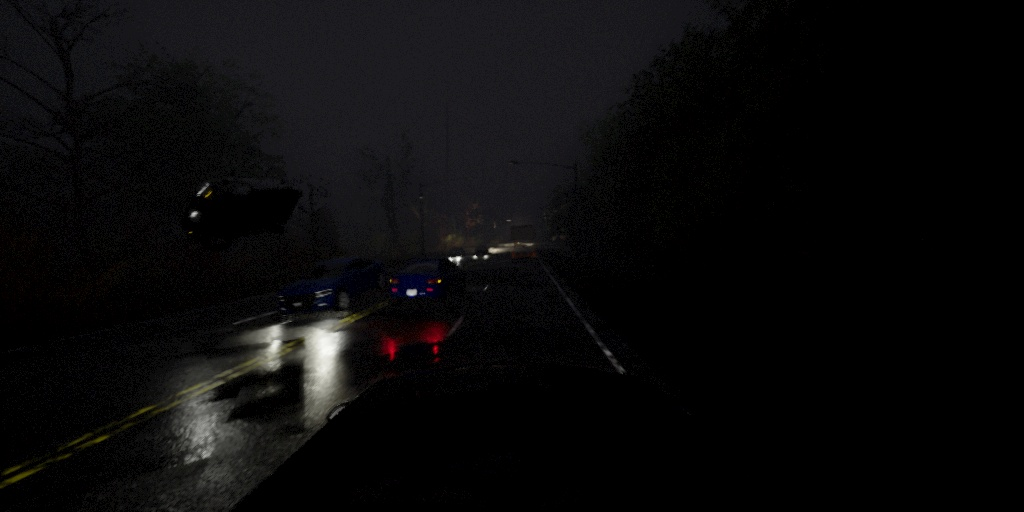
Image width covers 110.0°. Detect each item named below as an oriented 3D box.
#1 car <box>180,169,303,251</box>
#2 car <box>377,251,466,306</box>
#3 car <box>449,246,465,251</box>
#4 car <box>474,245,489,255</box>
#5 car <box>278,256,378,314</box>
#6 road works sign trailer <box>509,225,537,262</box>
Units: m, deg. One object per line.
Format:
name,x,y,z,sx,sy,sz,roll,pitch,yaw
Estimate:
car,-8.793,-1.695,11.818,1.490,1.837,4.892,29,8,-9
car,-2.815,0.748,12.608,1.812,1.442,4.674,0,3,2
car,-8.027,-0.702,52.295,2.128,1.511,4.902,-2,3,3
car,-4.642,-0.951,55.158,1.882,1.535,5.008,-2,3,3
car,-6.309,0.867,13.097,1.882,1.535,5.008,-6,7,3
road works sign trailer,1.206,-1.303,36.455,2.380,3.560,2.880,0,0,3
